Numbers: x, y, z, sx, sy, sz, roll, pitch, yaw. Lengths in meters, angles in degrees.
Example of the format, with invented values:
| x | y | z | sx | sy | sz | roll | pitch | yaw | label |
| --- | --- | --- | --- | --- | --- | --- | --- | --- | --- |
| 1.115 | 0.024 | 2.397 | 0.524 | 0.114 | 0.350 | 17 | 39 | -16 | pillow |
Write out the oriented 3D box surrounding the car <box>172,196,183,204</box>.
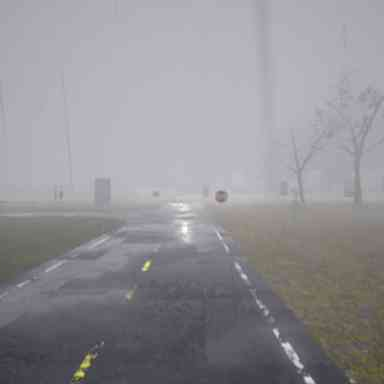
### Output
| x | y | z | sx | sy | sz | roll | pitch | yaw | label |
| --- | --- | --- | --- | --- | --- | --- | --- | --- | --- |
| -2.722 | 1.452 | 63.893 | 2.128 | 1.511 | 4.902 | 0 | 1 | 0 | car |
